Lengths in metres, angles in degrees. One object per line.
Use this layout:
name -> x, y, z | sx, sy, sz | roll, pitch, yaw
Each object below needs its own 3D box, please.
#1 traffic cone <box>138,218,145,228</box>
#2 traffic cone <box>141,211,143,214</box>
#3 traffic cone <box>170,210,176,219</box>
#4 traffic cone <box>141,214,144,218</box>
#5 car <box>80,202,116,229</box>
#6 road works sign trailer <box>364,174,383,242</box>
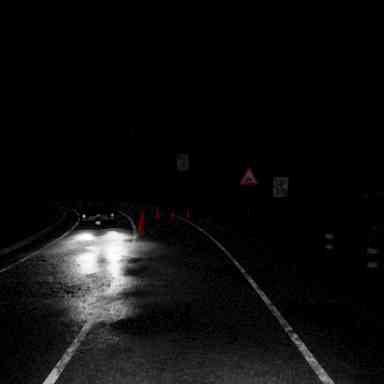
traffic cone -> -2.416, 1.661, 15.749 | 0.340, 0.580, 0.340 | -1, 2, -8
traffic cone -> -2.964, 1.557, 19.710 | 0.340, 0.580, 0.340 | -1, 2, -8
traffic cone -> -1.265, 1.453, 21.954 | 0.340, 0.580, 0.340 | -1, 2, -7
traffic cone -> -2.690, 1.609, 17.730 | 0.340, 0.580, 0.340 | -1, 2, -8
car -> -5.450, 1.257, 19.531 | 1.895, 1.301, 4.718 | -1, 2, -14
road works sign trailer -> 7.389, 0.813, 10.801 | 2.380, 2.880, 3.560 | 43, 2, -1
